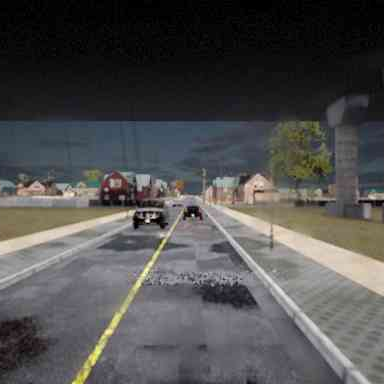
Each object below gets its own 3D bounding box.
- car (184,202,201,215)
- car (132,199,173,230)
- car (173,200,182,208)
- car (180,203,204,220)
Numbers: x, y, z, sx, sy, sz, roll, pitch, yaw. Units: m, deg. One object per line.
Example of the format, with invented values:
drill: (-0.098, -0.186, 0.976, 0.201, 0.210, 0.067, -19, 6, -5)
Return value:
car: (0.063, 2.071, 42.437, 2.033, 1.411, 5.357, 0, -1, -1)
car: (-2.850, 1.523, 24.127, 2.150, 2.045, 5.566, 0, -1, 0)
car: (-2.771, 2.327, 64.632, 2.033, 1.411, 5.357, 0, -1, 1)
car: (0.093, 1.926, 32.158, 1.812, 1.442, 4.674, 0, -1, 0)
